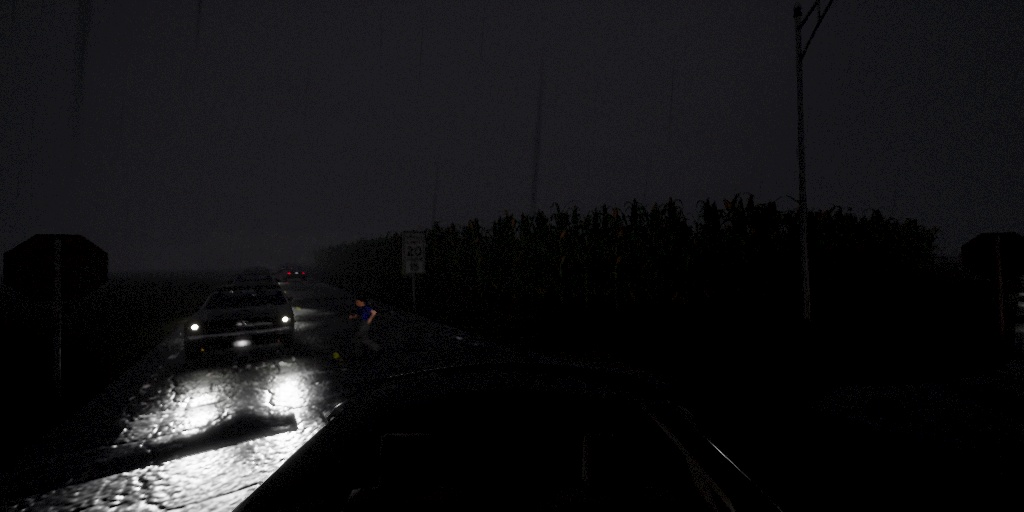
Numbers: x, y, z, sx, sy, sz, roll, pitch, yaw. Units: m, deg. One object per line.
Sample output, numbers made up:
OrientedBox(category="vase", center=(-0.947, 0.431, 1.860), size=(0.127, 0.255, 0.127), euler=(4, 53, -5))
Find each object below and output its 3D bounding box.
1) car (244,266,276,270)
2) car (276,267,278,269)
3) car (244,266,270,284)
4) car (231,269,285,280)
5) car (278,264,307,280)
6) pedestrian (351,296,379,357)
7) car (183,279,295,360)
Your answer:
OrientedBox(category="car", center=(-17.363, 1.521, 24.356), size=(1.837, 1.490, 4.892), euler=(0, 0, -35))
OrientedBox(category="car", center=(-30.416, 1.770, 48.022), size=(1.837, 1.490, 4.892), euler=(0, 0, -35))
OrientedBox(category="car", center=(-23.272, 1.642, 32.813), size=(1.812, 1.442, 4.674), euler=(0, 0, -35))
OrientedBox(category="car", center=(-11.799, 1.488, 16.434), size=(1.994, 1.385, 4.181), euler=(0, 0, -35))
OrientedBox(category="car", center=(-21.225, 1.655, 34.963), size=(2.033, 1.411, 5.357), euler=(0, 0, -35))
OrientedBox(category="pedestrian", center=(-2.987, 1.372, 7.299), size=(0.375, 1.300, 0.375), euler=(1, -2, -35))
OrientedBox(category="car", center=(-6.567, 1.440, 8.933), size=(1.895, 1.301, 4.718), euler=(0, 0, -34))
